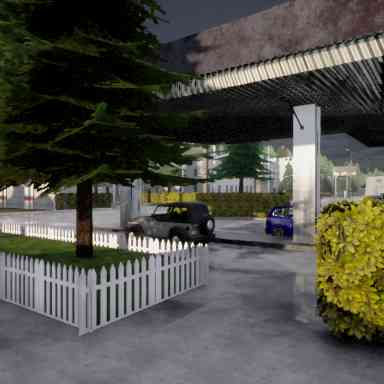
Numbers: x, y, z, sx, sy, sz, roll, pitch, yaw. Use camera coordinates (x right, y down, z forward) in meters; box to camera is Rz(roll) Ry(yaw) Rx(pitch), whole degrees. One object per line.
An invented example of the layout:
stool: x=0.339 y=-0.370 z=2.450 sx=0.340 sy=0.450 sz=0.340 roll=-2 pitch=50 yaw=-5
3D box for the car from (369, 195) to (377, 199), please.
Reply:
car: x=33.119 y=1.298 z=60.206 sx=2.007 sy=1.523 sz=4.514 roll=0 pitch=0 yaw=35

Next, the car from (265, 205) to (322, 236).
car: x=5.890 y=1.480 z=15.937 sx=4.611 sy=1.667 sz=2.242 roll=0 pitch=0 yaw=35

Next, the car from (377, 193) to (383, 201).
car: x=25.851 y=1.077 z=43.467 sx=1.905 sy=1.878 sz=3.866 roll=0 pitch=0 yaw=35

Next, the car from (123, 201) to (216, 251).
car: x=-0.912 y=1.313 z=13.790 sx=3.866 sy=1.878 sz=1.905 roll=0 pitch=0 yaw=35
